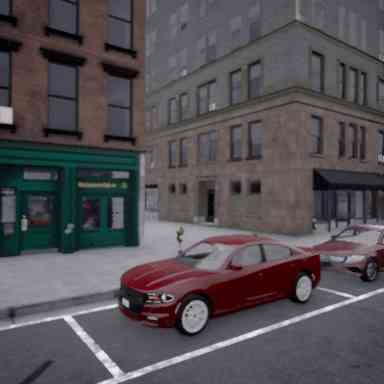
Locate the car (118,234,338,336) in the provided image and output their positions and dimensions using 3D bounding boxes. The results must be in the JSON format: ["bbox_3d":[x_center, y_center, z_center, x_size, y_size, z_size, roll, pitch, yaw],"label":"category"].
[{"bbox_3d":[0.758,1.580,6.726,4.507,1.381,1.887,1,0,-35],"label":"car"}]

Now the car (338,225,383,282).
[{"bbox_3d":[5.247,1.661,9.923,4.206,1.307,1.802,1,0,-35],"label":"car"}]
